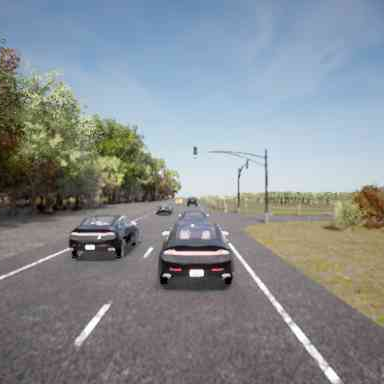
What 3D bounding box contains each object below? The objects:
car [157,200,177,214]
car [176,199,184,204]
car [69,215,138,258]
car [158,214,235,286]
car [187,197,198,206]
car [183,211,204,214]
[{"bbox_3d":[-3.380,2.061,42.043,2.033,1.411,5.357,0,-1,0],"label":"car"},{"bbox_3d":[-3.457,2.540,88.354,1.882,1.535,5.008,0,-1,0],"label":"car"},{"bbox_3d":[-3.394,1.658,13.511,2.128,1.511,4.902,0,-1,0],"label":"car"},{"bbox_3d":[0.104,1.613,9.798,2.128,1.511,4.902,0,-1,0],"label":"car"},{"bbox_3d":[0.038,2.113,73.573,2.150,2.045,5.566,0,-1,0],"label":"car"},{"bbox_3d":[0.107,1.813,20.174,1.994,1.385,4.181,0,-1,0],"label":"car"}]
